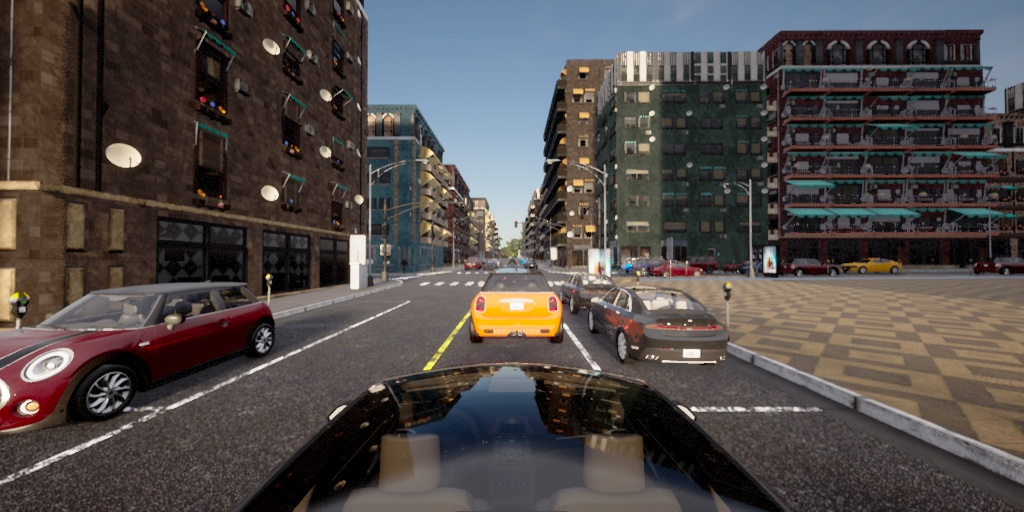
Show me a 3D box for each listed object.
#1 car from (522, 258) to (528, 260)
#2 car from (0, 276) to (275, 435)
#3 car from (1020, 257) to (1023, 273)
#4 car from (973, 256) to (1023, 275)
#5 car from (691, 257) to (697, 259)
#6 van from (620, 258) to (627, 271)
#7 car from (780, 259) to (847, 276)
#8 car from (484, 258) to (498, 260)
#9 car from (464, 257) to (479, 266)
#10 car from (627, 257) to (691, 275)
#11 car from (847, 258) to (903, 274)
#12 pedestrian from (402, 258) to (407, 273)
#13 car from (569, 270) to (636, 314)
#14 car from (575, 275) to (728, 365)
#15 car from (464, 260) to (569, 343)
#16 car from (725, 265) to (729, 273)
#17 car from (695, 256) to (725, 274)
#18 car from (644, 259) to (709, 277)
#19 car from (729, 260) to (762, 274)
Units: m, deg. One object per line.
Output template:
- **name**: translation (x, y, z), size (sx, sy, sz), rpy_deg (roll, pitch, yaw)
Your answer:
- **car**: translation (2.726, 1.315, 51.591), size (1.948, 1.339, 4.313), rpy_deg (0, 0, 0)
- **car**: translation (-5.816, 1.189, 5.599), size (1.967, 1.591, 4.097), rpy_deg (0, 0, 0)
- **car**: translation (49.689, 0.815, 32.337), size (5.008, 1.535, 1.882), rpy_deg (0, -1, 0)
- **car**: translation (41.364, 0.799, 29.800), size (4.097, 1.591, 1.967), rpy_deg (0, 0, 0)
- **car**: translation (15.225, 1.133, 35.807), size (4.902, 1.511, 2.128), rpy_deg (0, -1, 1)
- **van**: translation (13.796, 1.031, 38.397), size (3.998, 1.789, 1.690), rpy_deg (0, 0, 0)
- **car**: translation (24.783, 0.924, 29.930), size (4.097, 1.591, 1.967), rpy_deg (0, 0, 0)
- **car**: translation (-3.068, 1.313, 50.949), size (1.994, 1.385, 4.181), rpy_deg (0, 0, -1)
- **car**: translation (-5.654, 1.064, 51.637), size (2.192, 1.841, 5.009), rpy_deg (0, 0, 0)
- **car**: translation (13.296, 0.961, 32.625), size (4.553, 1.767, 2.097), rpy_deg (0, -1, 0)
- **car**: translation (35.624, 0.964, 35.636), size (5.008, 1.535, 1.882), rpy_deg (0, -1, 1)
- **pedestrian**: translation (-12.501, 1.082, 41.567), size (0.375, 1.860, 0.375), rpy_deg (0, 0, 0)
- **car**: translation (2.829, 1.299, 13.398), size (2.007, 1.370, 4.403), rpy_deg (0, 0, 0)
- **car**: translation (2.825, 1.300, 7.828), size (2.007, 1.370, 4.403), rpy_deg (0, 0, 0)
- **car**: translation (0.103, 1.101, 9.809), size (2.097, 1.767, 4.553), rpy_deg (0, 0, 0)
- **car**: translation (24.851, 1.150, 38.310), size (4.507, 1.381, 1.888), rpy_deg (0, 0, 0)
- **car**: translation (19.323, 0.963, 38.354), size (5.009, 1.841, 2.192), rpy_deg (0, 0, 0)
- **car**: translation (13.728, 1.151, 30.017), size (4.207, 1.307, 1.802), rpy_deg (0, 0, 0)
- **car**: translation (25.175, 1.113, 35.728), size (5.357, 1.411, 2.033), rpy_deg (0, -1, 0)
